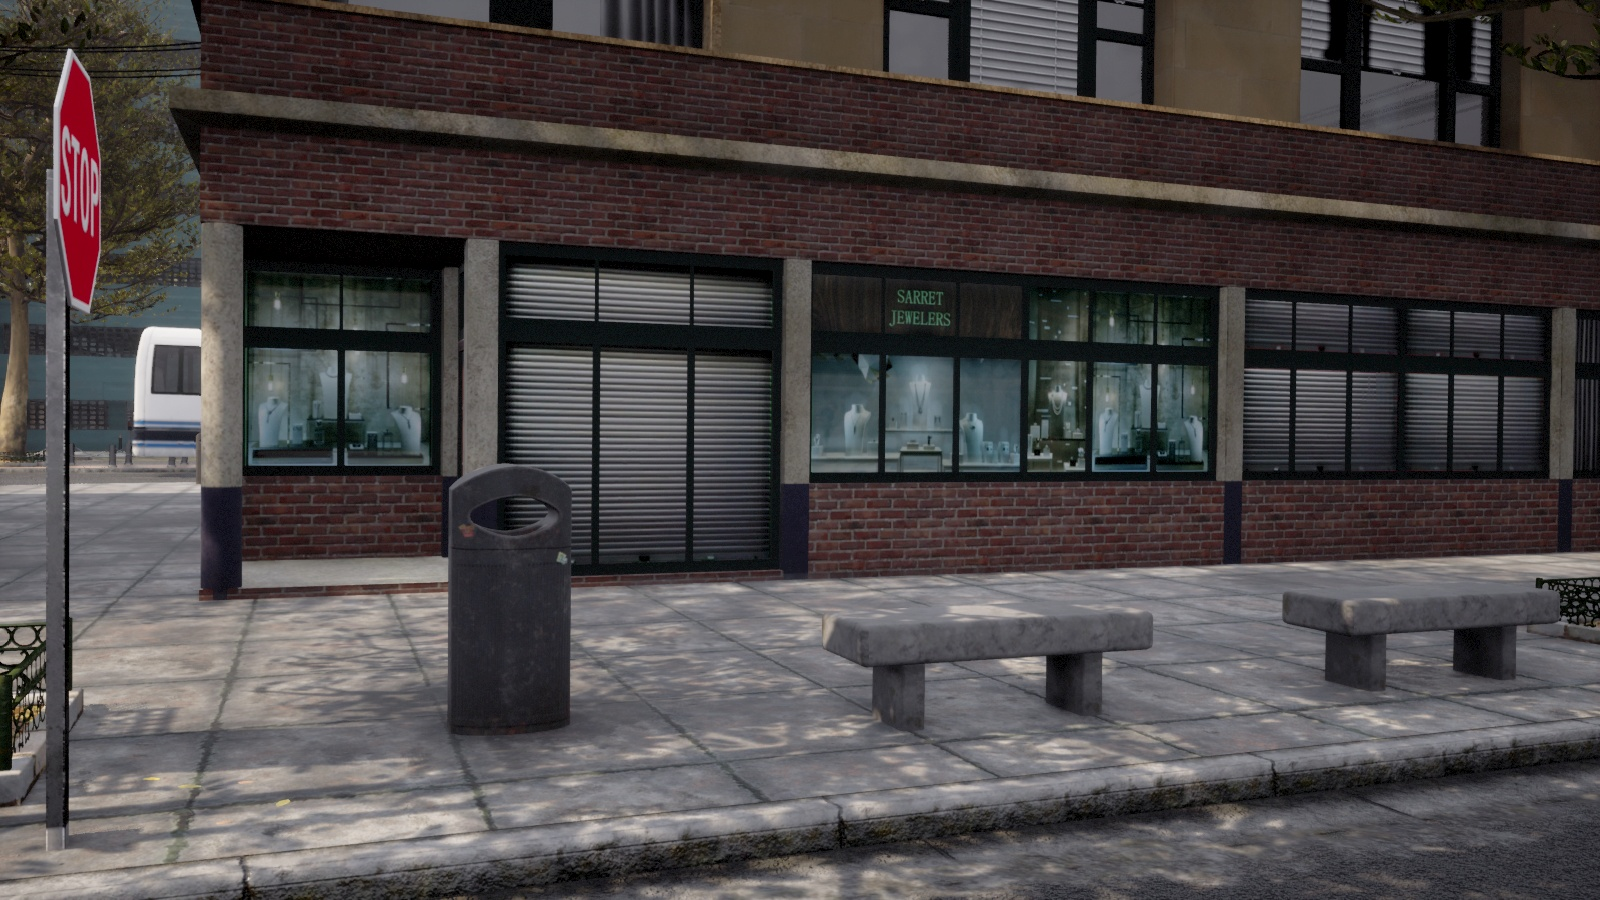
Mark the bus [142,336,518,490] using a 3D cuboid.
[{"bbox_3d":[-14.146,-1.052,38.464,10.273,4.253,3.944,0,1,-21],"label":"bus"}]
